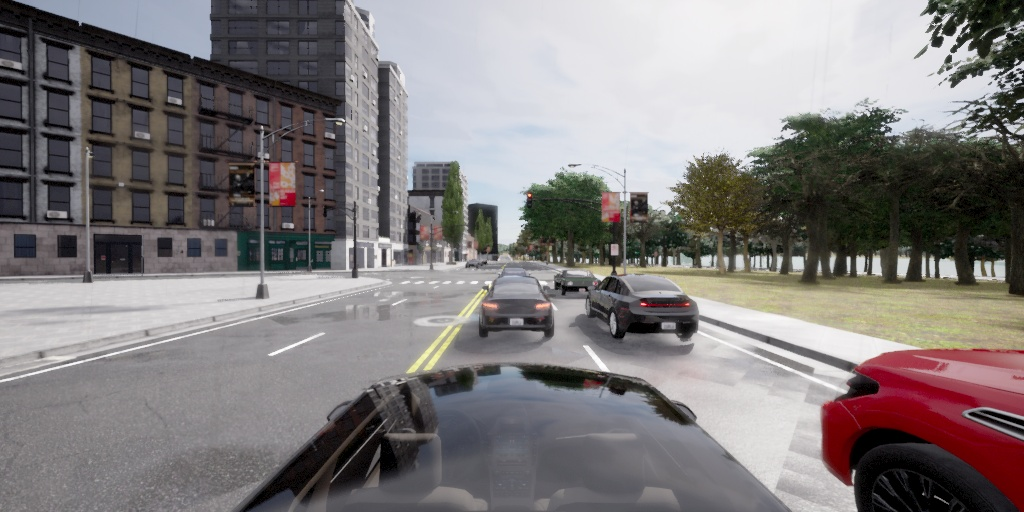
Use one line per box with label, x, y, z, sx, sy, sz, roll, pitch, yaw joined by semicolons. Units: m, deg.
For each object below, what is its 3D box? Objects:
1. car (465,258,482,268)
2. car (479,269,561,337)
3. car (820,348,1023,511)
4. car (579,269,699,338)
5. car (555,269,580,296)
car;-6.487;1.297;59.147;1.994;1.385;4.181;0;0;0
car;0.116;1.274;10.136;1.812;1.442;4.674;0;0;0
car;3.348;0.972;0.235;2.150;2.045;5.566;0;0;0
car;3.363;1.253;10.098;1.837;1.490;4.892;0;0;0
car;3.379;1.347;19.411;1.895;1.301;4.718;0;0;0
